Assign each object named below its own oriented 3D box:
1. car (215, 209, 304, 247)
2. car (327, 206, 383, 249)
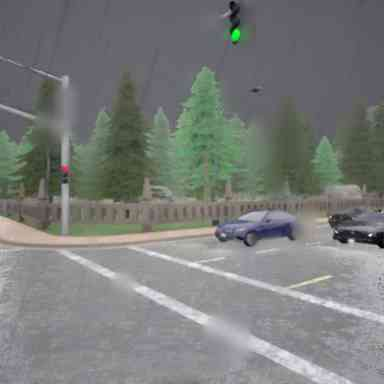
[{"bbox_3d":[3.181,1.513,15.144,4.674,1.442,1.812,0,0,-36],"label":"car"},{"bbox_3d":[8.402,1.524,14.716,5.357,1.411,2.033,0,0,-37],"label":"car"}]
